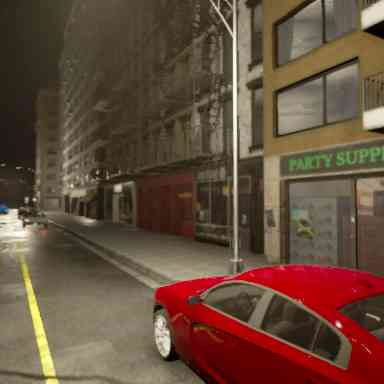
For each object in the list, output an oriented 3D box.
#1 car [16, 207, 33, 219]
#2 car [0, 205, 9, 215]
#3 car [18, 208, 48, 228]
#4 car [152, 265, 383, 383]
[{"bbox_3d":[-18.849,2.433,37.932,2.128,1.511,4.902,1,-2,-29],"label":"car"},{"bbox_3d":[-28.997,2.735,50.497,1.882,1.535,5.008,1,-2,-29],"label":"car"},{"bbox_3d":[-13.433,2.299,28.239,1.895,1.301,4.718,1,-2,-29],"label":"car"},{"bbox_3d":[1.155,1.579,3.738,1.882,1.535,5.008,1,-2,-29],"label":"car"}]
